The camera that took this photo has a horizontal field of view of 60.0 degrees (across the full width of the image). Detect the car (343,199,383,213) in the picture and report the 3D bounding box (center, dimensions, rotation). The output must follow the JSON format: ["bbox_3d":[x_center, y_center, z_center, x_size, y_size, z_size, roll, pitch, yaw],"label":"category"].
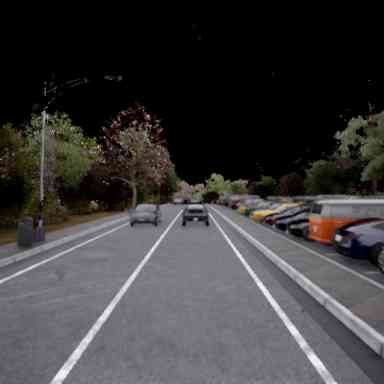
[{"bbox_3d":[20.403,1.620,38.256,5.008,1.535,2.097,0,0,1],"label":"car"}]

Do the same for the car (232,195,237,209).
[{"bbox_3d":[7.299,1.501,38.519,4.553,1.767,2.185,0,0,1],"label":"car"}]

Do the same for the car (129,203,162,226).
[{"bbox_3d":[-3.189,1.568,23.738,1.837,1.490,4.892,0,0,0],"label":"car"}]

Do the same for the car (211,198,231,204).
[{"bbox_3d":[7.665,2.502,88.444,5.366,1.575,1.946,0,-2,1],"label":"car"}]

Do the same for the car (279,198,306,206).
[{"bbox_3d":[20.721,2.050,68.827,5.008,1.535,2.097,0,-1,1],"label":"car"}]

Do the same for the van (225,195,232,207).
[{"bbox_3d":[7.300,1.437,46.848,4.442,1.987,1.878,0,0,1],"label":"van"}]

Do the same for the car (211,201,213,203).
[{"bbox_3d":[7.706,1.977,77.362,5.566,2.045,2.435,0,-1,1],"label":"car"}]

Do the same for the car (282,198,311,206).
[{"bbox_3d":[20.691,1.991,65.932,5.008,1.535,2.097,0,-1,1],"label":"car"}]

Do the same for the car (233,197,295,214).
[{"bbox_3d":[7.087,1.599,32.968,5.366,1.575,1.946,0,0,1],"label":"car"}]

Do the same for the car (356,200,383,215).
[{"bbox_3d":[20.377,1.648,35.485,4.674,1.452,2.002,0,0,1],"label":"car"}]

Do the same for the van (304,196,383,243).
[{"bbox_3d":[7.187,1.290,13.534,4.442,1.987,1.878,0,0,1],"label":"van"}]

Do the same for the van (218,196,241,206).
[{"bbox_3d":[7.765,1.832,69.034,4.442,1.987,1.878,0,-1,1],"label":"van"}]

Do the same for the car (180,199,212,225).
[{"bbox_3d":[0.269,1.573,24.793,1.837,1.490,4.892,0,0,0],"label":"car"}]

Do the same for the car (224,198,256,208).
[{"bbox_3d":[7.504,1.746,52.371,4.792,1.488,2.163,0,-1,1],"label":"car"}]

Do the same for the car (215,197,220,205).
[{"bbox_3d":[7.625,2.001,66.255,5.008,1.535,2.097,0,-1,1],"label":"car"}]

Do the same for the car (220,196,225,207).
[{"bbox_3d":[7.474,1.424,49.623,5.566,2.045,2.435,0,0,1],"label":"car"}]

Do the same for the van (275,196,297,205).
[{"bbox_3d":[20.900,1.936,74.244,4.442,1.987,1.878,0,-1,1],"label":"van"}]

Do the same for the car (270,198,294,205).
[{"bbox_3d":[20.805,2.219,77.011,4.892,1.521,2.231,0,-1,1],"label":"car"}]

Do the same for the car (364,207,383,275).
[{"bbox_3d":[7.044,1.369,7.984,4.553,1.767,2.185,0,0,1],"label":"car"}]

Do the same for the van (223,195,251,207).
[{"bbox_3d":[7.387,1.548,55.159,4.442,1.987,1.878,0,-1,1],"label":"van"}]

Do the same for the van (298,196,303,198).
[{"bbox_3d":[20.464,1.539,54.861,4.442,1.987,1.878,0,-1,1],"label":"van"}]

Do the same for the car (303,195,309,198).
[{"bbox_3d":[20.557,1.707,52.086,5.008,1.535,2.097,0,-1,1],"label":"car"}]

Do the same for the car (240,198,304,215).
[{"bbox_3d":[7.238,1.591,30.190,4.892,1.521,2.231,0,0,1],"label":"car"}]

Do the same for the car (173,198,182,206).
[{"bbox_3d":[-2.716,1.989,66.097,1.882,1.535,5.008,0,-1,1],"label":"car"}]

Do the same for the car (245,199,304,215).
[{"bbox_3d":[7.221,1.579,27.414,4.892,1.521,2.231,0,0,1],"label":"car"}]

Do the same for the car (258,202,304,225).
[{"bbox_3d":[7.128,1.583,21.862,4.792,1.488,2.163,0,0,1],"label":"car"}]

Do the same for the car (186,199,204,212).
[{"bbox_3d":[0.416,1.663,41.799,2.128,1.511,4.902,0,0,0],"label":"car"}]

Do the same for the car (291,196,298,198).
[{"bbox_3d":[20.425,1.818,57.625,5.366,1.575,1.946,0,-1,1],"label":"car"}]

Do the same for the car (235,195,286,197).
[{"bbox_3d":[7.270,1.489,35.743,4.553,1.767,2.185,0,0,1],"label":"car"}]

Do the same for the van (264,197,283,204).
[{"bbox_3d":[21.017,2.190,85.440,4.442,1.987,1.878,0,-2,1],"label":"van"}]

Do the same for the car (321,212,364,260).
[{"bbox_3d":[7.071,1.534,10.757,4.792,1.488,2.163,0,0,1],"label":"car"}]

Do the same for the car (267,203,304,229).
[{"bbox_3d":[7.099,1.570,19.086,4.792,1.488,2.163,0,0,1],"label":"car"}]

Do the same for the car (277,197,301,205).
[{"bbox_3d":[20.723,1.979,71.475,4.553,1.767,2.185,0,-1,1],"label":"car"}]

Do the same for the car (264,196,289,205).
[{"bbox_3d":[20.897,2.088,82.551,5.566,2.045,2.435,0,-2,1],"label":"car"}]

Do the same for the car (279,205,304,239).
[{"bbox_3d":[7.070,1.558,16.310,4.792,1.488,2.163,0,0,1],"label":"car"}]

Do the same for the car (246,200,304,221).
[{"bbox_3d":[7.001,1.562,24.640,5.366,1.575,1.946,0,0,1],"label":"car"}]

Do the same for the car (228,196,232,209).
[{"bbox_3d":[7.354,1.638,41.294,5.008,1.535,2.097,0,0,1],"label":"car"}]

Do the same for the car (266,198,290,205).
[{"bbox_3d":[20.655,2.274,79.780,5.366,1.575,1.946,0,-1,1],"label":"car"}]
